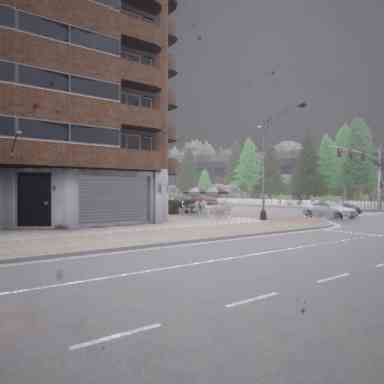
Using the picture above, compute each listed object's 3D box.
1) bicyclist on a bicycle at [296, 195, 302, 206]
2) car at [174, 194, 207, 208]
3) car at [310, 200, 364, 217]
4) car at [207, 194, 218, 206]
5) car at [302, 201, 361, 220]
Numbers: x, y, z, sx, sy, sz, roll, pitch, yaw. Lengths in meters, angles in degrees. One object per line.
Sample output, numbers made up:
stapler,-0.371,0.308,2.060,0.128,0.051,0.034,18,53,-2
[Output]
bicyclist on a bicycle,15.294,1.245,47.289,1.656,1.620,0.582,0,0,-36
car,-0.681,1.297,44.115,2.097,1.767,4.553,0,0,-41
car,13.451,1.509,31.049,1.994,1.385,4.181,0,0,-36
car,1.262,1.165,47.435,2.150,2.045,5.566,0,0,-41
car,11.290,1.470,27.466,1.812,1.442,4.674,0,0,-29
